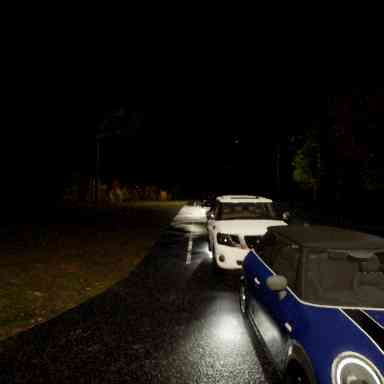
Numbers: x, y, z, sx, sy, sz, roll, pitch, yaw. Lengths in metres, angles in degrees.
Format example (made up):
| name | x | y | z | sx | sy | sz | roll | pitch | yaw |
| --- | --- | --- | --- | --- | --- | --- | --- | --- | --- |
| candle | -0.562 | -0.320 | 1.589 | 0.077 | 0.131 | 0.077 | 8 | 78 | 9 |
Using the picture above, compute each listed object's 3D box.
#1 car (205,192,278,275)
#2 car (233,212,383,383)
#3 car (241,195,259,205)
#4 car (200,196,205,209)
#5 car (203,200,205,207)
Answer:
| name | x | y | z | sx | sy | sz | roll | pitch | yaw |
| --- | --- | --- | --- | --- | --- | --- | --- | --- | --- |
| car | 1.654 | 1.160 | 10.552 | 2.150 | 2.045 | 5.566 | 0 | 0 | 1 |
| car | 1.932 | 1.338 | 4.208 | 2.097 | 1.767 | 4.553 | 0 | 0 | -1 |
| car | 9.202 | 1.271 | 53.522 | 2.033 | 1.411 | 5.357 | 0 | 0 | 1 |
| car | 2.075 | 1.285 | 42.085 | 1.837 | 1.490 | 4.892 | 0 | 1 | 1 |
| car | 1.727 | 1.384 | 16.890 | 1.882 | 1.535 | 5.008 | 0 | 1 | 1 |
